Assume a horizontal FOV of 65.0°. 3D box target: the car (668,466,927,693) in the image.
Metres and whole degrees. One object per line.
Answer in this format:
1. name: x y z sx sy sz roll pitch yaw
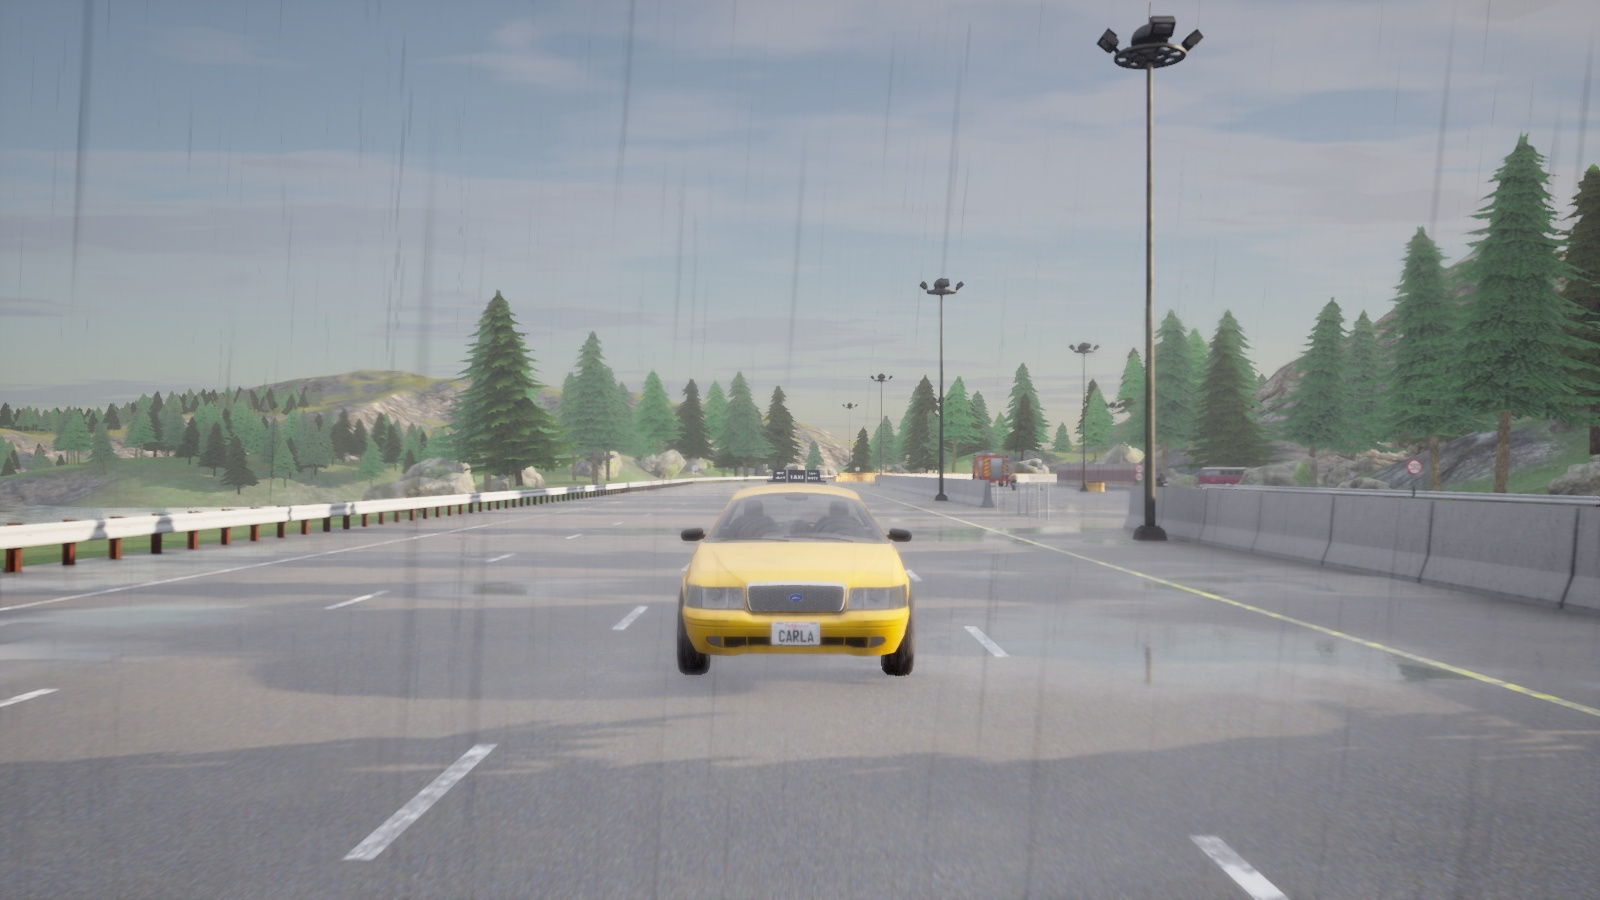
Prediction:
1. car: -0.026 0.945 11.447 1.801 1.575 5.366 0 -1 0
